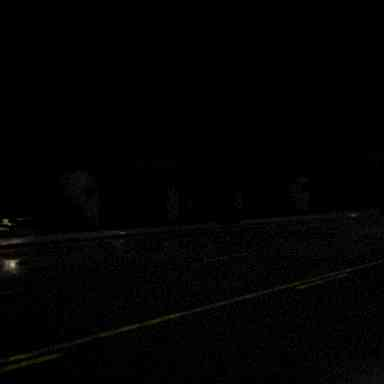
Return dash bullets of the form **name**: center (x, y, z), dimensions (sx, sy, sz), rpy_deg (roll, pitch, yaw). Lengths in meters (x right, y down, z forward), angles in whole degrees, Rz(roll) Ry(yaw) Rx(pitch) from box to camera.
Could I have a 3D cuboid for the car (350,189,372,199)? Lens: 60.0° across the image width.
- **car**: center (24.932, 0.225, 49.241), dimensions (3.806, 1.475, 1.970), rpy_deg (-3, 2, -35)
